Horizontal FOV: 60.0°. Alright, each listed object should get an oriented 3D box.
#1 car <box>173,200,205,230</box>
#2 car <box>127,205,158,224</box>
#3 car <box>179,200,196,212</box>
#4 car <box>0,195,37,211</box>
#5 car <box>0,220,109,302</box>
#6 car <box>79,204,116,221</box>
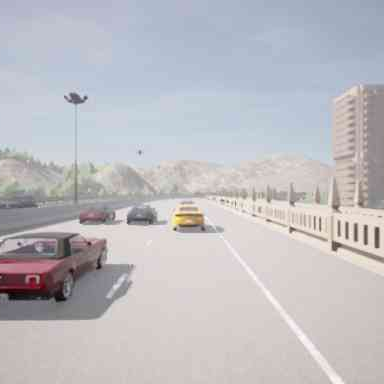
[{"bbox_3d":[-0.204,1.548,21.541,1.882,1.535,5.008,0,0,-1],"label":"car"},{"bbox_3d":[-3.776,1.651,25.661,1.994,1.385,4.181,0,0,-1],"label":"car"},{"bbox_3d":[-0.548,1.699,41.294,1.994,1.385,4.181,0,0,-1],"label":"car"},{"bbox_3d":[-18.090,1.349,34.424,2.150,2.045,5.566,0,0,-1],"label":"car"},{"bbox_3d":[-3.488,1.631,8.246,1.895,1.301,4.718,0,0,-1],"label":"car"},{"bbox_3d":[-7.282,1.654,25.955,1.994,1.385,4.181,0,0,-1],"label":"car"}]
